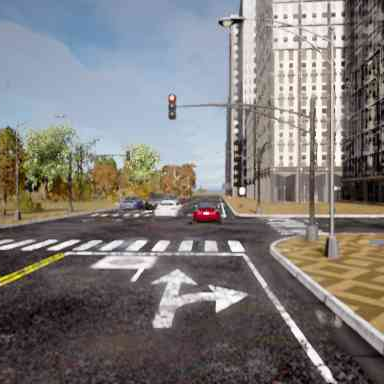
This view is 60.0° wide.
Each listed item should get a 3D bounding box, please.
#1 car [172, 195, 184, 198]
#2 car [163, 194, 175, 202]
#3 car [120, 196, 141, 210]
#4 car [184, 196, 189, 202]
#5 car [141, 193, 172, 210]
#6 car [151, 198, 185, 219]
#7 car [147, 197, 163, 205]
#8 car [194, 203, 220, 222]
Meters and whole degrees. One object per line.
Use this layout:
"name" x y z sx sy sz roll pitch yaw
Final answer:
"car" -3.085 1.319 57.070 2.097 1.767 4.553 0 0 5
"car" -4.997 1.309 73.024 2.097 1.767 4.553 0 0 5
"car" -7.554 1.323 42.039 2.097 1.767 4.553 0 0 5
"car" -1.816 1.552 72.033 1.895 1.301 4.718 0 0 5
"car" -4.331 1.193 41.594 2.150 2.045 5.566 0 0 5
"car" -1.934 1.470 27.982 1.812 1.442 4.674 0 0 4
"car" -6.326 1.530 57.321 1.994 1.385 4.181 0 0 5
"car" 1.200 1.516 26.075 1.994 1.385 4.181 1 0 4
